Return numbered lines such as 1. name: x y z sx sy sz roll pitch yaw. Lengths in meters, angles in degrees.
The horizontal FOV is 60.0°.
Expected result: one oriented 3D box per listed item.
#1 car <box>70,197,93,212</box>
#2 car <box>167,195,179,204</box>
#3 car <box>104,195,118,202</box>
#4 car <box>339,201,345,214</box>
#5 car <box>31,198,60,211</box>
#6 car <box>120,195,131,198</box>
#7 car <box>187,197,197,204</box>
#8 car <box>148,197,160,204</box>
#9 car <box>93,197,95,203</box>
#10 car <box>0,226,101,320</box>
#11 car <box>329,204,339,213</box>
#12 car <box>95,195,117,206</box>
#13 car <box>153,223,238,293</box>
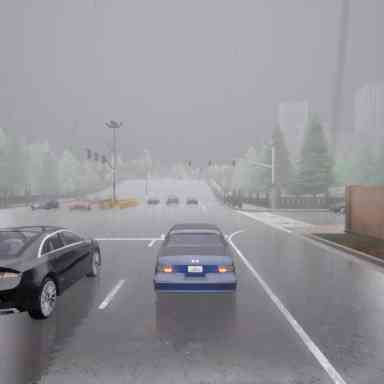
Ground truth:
1. car: -13.010 1.352 38.772 2.097 1.767 4.553 0 0 -16
2. car: -3.472 1.352 62.435 2.097 1.767 4.553 0 0 0
3. car: -17.629 1.382 72.781 1.994 1.385 4.181 0 1 0
4. car: 16.551 1.564 31.220 4.181 1.385 1.994 0 0 0
5. car: -17.631 1.491 40.170 2.128 1.511 4.902 0 0 0
6. car: -14.114 1.427 70.374 1.812 1.442 4.674 0 1 0
7. car: 0.036 1.601 61.216 1.895 1.301 4.718 0 0 0
8. car: -6.964 1.601 61.212 1.895 1.301 4.718 0 0 0
9. car: -17.618 1.601 62.054 1.895 1.301 4.718 0 0 0
10. car: -3.437 1.492 7.308 2.128 1.511 4.902 0 0 0
11. car: 16.845 1.505 34.721 4.892 1.490 1.837 0 0 0
12. car: -14.134 1.477 55.331 1.882 1.535 5.008 0 0 0
13. car: 0.071 1.547 8.982 2.033 1.411 5.357 0 0 0
